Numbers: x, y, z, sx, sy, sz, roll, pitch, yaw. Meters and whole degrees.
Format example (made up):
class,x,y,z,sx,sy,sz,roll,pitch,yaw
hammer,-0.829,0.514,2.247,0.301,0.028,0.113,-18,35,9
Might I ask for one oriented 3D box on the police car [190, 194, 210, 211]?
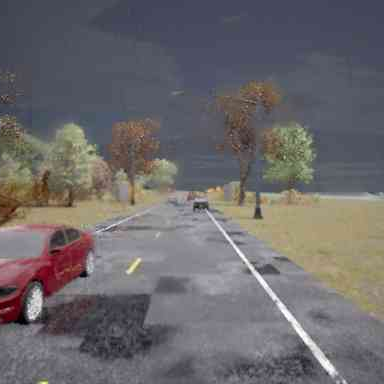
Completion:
class,x,y,z,sx,sy,sz,roll,pitch,yaw
police car,1.049,1.376,39.514,1.930,1.638,5.238,0,0,0

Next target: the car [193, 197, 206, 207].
class,x,y,z,sx,sy,sz,roll,pitch,yaw
car,1.059,1.462,49.399,1.812,1.442,4.674,0,0,0

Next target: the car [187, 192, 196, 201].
class,x,y,z,sx,sy,sz,roll,pitch,yaw
car,0.063,0.978,72.782,2.150,2.045,5.566,0,0,0

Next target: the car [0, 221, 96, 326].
class,x,y,z,sx,sy,sz,roll,pitch,yaw
car,-3.600,1.469,7.272,1.882,1.535,5.008,0,0,0

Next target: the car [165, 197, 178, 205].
class,x,y,z,sx,sy,sz,roll,pitch,yaw
car,-3.518,1.487,57.135,1.994,1.385,4.181,0,0,1
